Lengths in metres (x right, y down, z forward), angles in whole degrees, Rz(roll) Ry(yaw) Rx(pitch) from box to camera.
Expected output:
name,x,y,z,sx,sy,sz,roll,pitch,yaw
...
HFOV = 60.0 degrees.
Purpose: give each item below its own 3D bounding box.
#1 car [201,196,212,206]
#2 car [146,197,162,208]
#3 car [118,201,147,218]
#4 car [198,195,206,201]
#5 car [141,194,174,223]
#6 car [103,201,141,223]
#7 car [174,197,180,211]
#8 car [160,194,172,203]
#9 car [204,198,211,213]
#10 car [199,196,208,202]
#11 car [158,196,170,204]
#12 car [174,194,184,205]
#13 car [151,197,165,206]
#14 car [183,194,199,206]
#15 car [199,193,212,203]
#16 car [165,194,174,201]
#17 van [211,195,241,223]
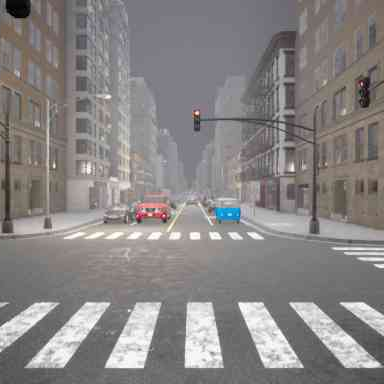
name,x,y,z,sx,sy,sz,roll,pitch,yaw
car,2.618,1.576,47.694,1.802,1.307,4.206,0,0,0
car,-5.407,1.519,47.515,1.752,1.417,4.829,0,0,0
car,-5.401,1.543,30.638,1.887,1.381,4.507,0,0,0
car,2.602,1.530,87.463,1.947,1.339,4.313,0,0,0
car,-2.858,1.221,25.637,2.150,2.045,5.566,0,0,0
car,-5.399,1.549,24.957,2.008,1.369,4.403,0,0,0
car,-2.863,1.597,41.562,1.895,1.301,4.718,0,0,0
car,-5.416,1.292,70.411,2.192,1.841,5.009,0,0,0
car,2.622,1.580,36.331,1.802,1.307,4.206,0,0,0
car,2.607,1.524,76.100,2.008,1.369,4.403,0,0,0
car,-5.414,1.547,64.730,1.947,1.339,4.313,0,0,0
car,-2.774,1.528,59.275,1.837,1.490,4.892,0,0,0
car,-5.409,1.556,53.367,1.947,1.339,4.313,0,0,0
car,-0.023,1.536,54.681,2.033,1.411,5.357,0,0,0
car,2.616,1.305,53.375,2.192,1.841,5.009,0,0,0
car,-5.421,1.409,81.775,1.967,1.590,4.097,0,0,0
van,2.626,1.340,24.969,1.690,1.788,3.998,0,0,0
